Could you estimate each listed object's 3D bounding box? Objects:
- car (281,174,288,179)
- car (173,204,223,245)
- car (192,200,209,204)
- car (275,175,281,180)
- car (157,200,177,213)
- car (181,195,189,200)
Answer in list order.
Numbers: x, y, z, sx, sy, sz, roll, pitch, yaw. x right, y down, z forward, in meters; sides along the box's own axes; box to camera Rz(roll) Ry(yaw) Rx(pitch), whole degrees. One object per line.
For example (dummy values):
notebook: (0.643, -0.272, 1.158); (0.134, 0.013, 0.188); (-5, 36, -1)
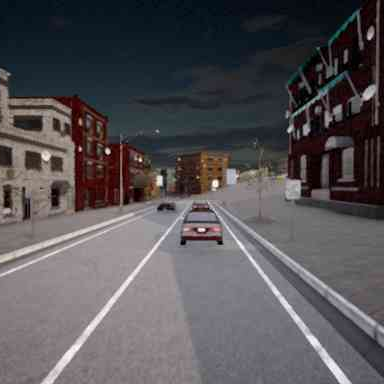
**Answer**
car: (24.904, -3.819, 83.517); (2.185, 1.767, 4.553); (0, 1, -3)
car: (0.436, 1.526, 15.514); (2.033, 1.411, 5.357); (0, 0, 1)
car: (0.953, 1.549, 37.144); (1.895, 1.301, 4.718); (0, 0, 1)
car: (24.568, -3.803, 89.033); (2.097, 1.535, 5.008); (0, 1, -2)
car: (-2.749, 1.537, 36.828); (1.895, 1.301, 4.718); (0, 0, 1)
car: (-1.652, 1.393, 78.678); (1.812, 1.442, 4.674); (0, 0, 1)
